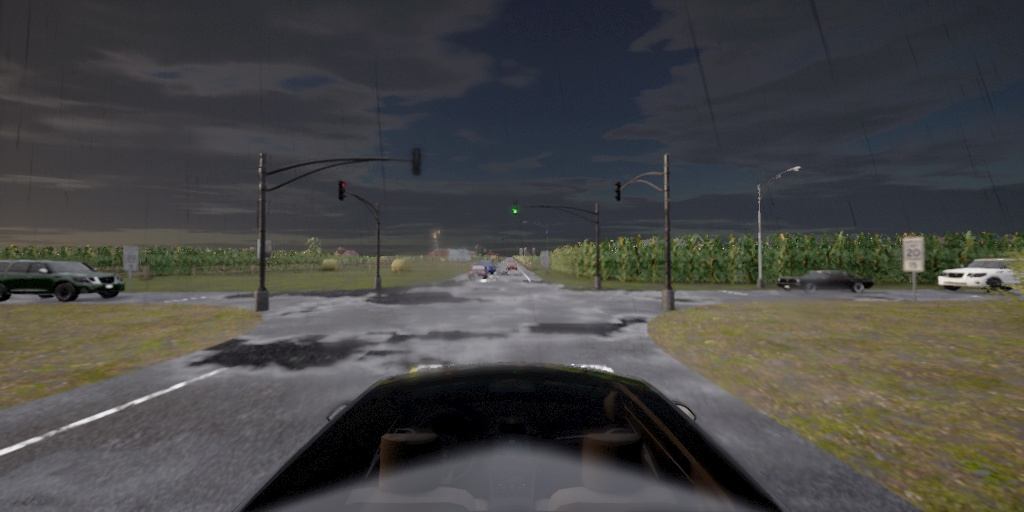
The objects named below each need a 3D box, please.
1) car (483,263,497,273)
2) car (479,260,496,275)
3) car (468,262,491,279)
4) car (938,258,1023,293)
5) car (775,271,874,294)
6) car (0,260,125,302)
[{"bbox_3d":[-3.581,1.914,59.379,2.128,1.511,4.902,0,-1,0],"label":"car"},{"bbox_3d":[-3.592,1.532,48.959,2.150,2.045,5.566,0,-1,0],"label":"car"},{"bbox_3d":[-3.603,1.725,39.005,1.812,1.442,4.674,0,-1,0],"label":"car"},{"bbox_3d":[29.484,1.138,21.724,5.566,2.045,2.150,0,-1,-1],"label":"car"},{"bbox_3d":[18.727,1.548,21.640,4.718,1.301,1.895,0,-1,-3],"label":"car"},{"bbox_3d":[-23.374,1.219,18.344,5.566,2.045,2.150,0,-1,0],"label":"car"}]
